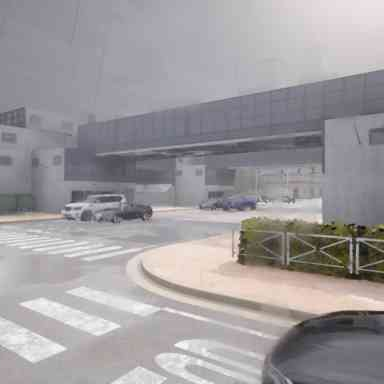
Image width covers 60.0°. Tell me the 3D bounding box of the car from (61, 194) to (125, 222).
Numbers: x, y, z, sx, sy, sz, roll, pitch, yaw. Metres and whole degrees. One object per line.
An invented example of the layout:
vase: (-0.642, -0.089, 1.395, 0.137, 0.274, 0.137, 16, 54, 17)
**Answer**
car: (-7.600, 1.221, 26.695, 2.150, 2.045, 5.566, 0, 0, 36)

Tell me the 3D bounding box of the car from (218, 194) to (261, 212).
car: (5.710, 1.221, 39.255, 2.150, 2.045, 5.566, 0, 0, 36)

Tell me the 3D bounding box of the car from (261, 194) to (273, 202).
car: (11.926, 1.115, 53.782, 1.837, 1.490, 4.892, 0, 0, 36)

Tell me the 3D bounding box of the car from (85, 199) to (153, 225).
car: (-4.942, 1.491, 24.397, 2.128, 1.511, 4.902, 0, 0, 36)

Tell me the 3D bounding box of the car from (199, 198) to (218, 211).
car: (2.757, 1.491, 41.141, 2.128, 1.511, 4.902, 0, 0, 36)

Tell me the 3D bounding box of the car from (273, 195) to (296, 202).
car: (14.772, 1.139, 51.744, 1.812, 1.442, 4.674, 0, 0, 36)

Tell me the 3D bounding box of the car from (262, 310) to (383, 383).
car: (2.824, 1.491, 1.974, 4.902, 1.511, 2.128, 0, 0, 36)
